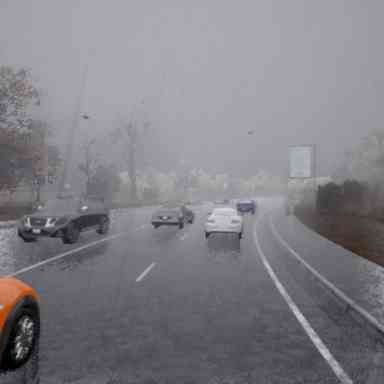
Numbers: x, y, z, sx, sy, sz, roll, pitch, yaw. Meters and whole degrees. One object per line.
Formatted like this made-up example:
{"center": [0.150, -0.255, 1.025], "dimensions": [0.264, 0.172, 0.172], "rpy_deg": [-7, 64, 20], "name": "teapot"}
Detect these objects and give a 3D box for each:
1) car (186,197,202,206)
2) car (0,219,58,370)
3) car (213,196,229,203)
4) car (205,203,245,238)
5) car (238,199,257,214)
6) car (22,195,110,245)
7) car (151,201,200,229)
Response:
{"center": [0.129, 1.556, 52.954], "dimensions": [1.994, 1.385, 4.181], "rpy_deg": [0, 0, 19], "name": "car"}
{"center": [-3.205, 1.340, 2.869], "dimensions": [2.097, 1.767, 4.553], "rpy_deg": [0, 0, 1], "name": "car"}
{"center": [4.998, 1.510, 56.479], "dimensions": [2.128, 1.511, 4.902], "rpy_deg": [0, 0, 19], "name": "car"}
{"center": [1.800, 1.537, 17.852], "dimensions": [1.812, 1.442, 4.674], "rpy_deg": [0, 0, 9], "name": "car"}
{"center": [5.838, 1.509, 35.321], "dimensions": [1.882, 1.535, 5.008], "rpy_deg": [0, 0, 16], "name": "car"}
{"center": [-5.794, 1.198, 15.963], "dimensions": [2.150, 2.045, 5.566], "rpy_deg": [0, 0, 8], "name": "car"}
{"center": [-1.088, 1.545, 21.726], "dimensions": [2.033, 1.411, 5.357], "rpy_deg": [0, 0, 11], "name": "car"}
